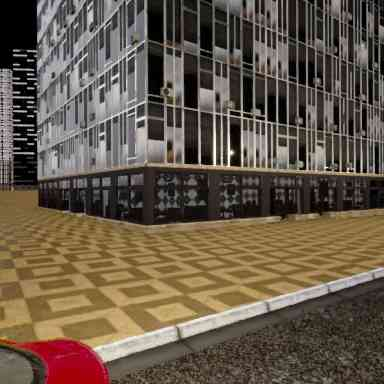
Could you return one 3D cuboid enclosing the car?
[{"bbox_3d":[-2.492,1.526,1.163,4.674,1.442,1.812,0,0,-36],"label":"car"}]
